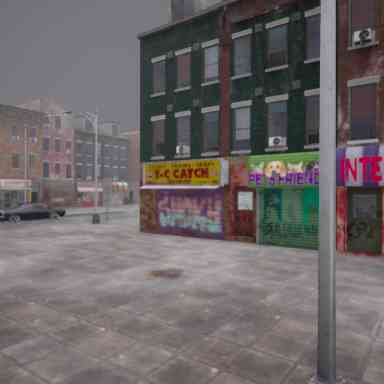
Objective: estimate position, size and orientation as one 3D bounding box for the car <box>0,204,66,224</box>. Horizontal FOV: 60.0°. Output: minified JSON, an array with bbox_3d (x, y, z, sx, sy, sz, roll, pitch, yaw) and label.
[{"bbox_3d":[-11.703,1.521,24.008,1.895,1.301,4.718,0,0,35],"label":"car"}]
